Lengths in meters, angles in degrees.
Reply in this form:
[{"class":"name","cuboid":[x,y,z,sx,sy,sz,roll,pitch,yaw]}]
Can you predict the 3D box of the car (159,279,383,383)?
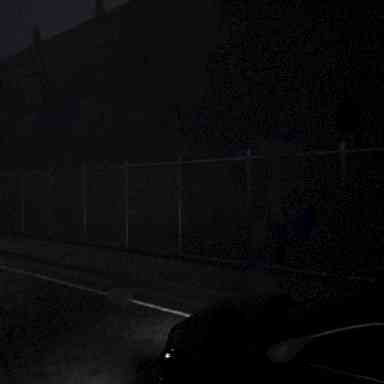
[{"class":"car","cuboid":[1.911,1.503,2.630,4.892,1.490,1.837,-1,0,36]}]
